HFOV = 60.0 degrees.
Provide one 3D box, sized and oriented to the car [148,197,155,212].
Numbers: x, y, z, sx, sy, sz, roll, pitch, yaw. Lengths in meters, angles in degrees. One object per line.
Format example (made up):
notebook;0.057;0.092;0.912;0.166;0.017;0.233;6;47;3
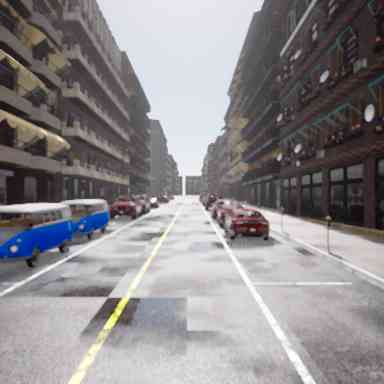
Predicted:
car;-5.292;1.184;33.007;2.192;1.841;5.009;1;0;0

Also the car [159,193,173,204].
car;-5.295;1.118;60.660;2.192;1.841;5.009;1;0;0

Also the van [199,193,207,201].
van;2.549;1.129;77.200;1.690;1.788;3.998;1;0;0

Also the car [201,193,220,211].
car;2.553;1.167;38.479;2.192;1.841;5.009;1;0;0

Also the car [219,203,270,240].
car;2.584;1.472;16.356;1.887;1.381;4.507;1;0;0

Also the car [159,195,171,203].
car;-5.301;1.341;66.192;1.887;1.381;4.507;1;0;0

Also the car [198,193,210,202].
car;2.550;1.106;71.668;2.192;1.841;5.009;1;0;0

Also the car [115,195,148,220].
car;-5.292;1.203;27.477;2.192;1.841;5.009;1;0;0

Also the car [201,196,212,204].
car;2.546;1.385;60.606;1.802;1.307;4.206;1;0;0

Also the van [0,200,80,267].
van;-5.291;1.290;10.885;1.690;1.788;3.998;2;0;0

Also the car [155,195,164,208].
car;-5.299;1.403;44.071;1.947;1.339;4.313;1;0;0

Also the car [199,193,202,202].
car;2.549;1.264;49.543;1.967;1.590;4.097;1;0;0

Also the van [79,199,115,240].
van;-5.292;1.268;16.417;1.690;1.788;3.998;1;0;0

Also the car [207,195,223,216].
car;2.593;1.327;27.418;1.967;1.590;4.097;1;0;0

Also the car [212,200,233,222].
car;2.583;1.451;21.886;1.887;1.381;4.507;1;0;0
